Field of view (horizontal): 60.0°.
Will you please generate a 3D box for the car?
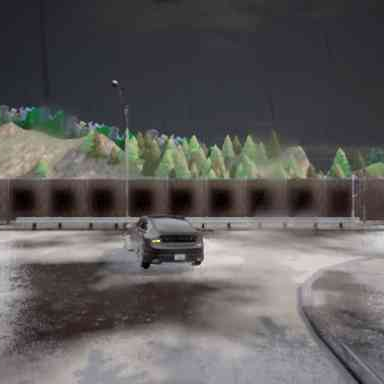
[{"bbox_3d":[-1.078,1.522,11.462,1.837,1.490,4.892,2,0,-18],"label":"car"}]
